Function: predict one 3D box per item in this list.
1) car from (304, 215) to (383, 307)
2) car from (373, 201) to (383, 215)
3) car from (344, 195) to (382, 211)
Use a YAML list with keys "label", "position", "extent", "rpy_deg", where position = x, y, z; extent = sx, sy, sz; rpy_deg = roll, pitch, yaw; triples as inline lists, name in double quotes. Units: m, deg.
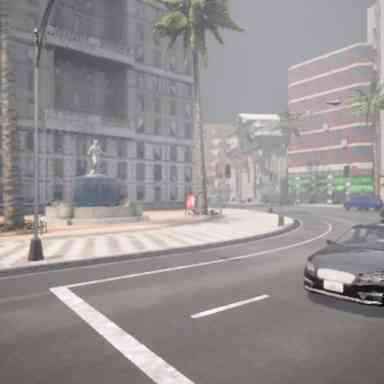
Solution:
- label: "car"
  position: [4.551, 1.535, 7.940]
  extent: [4.902, 1.511, 2.128]
  rpy_deg: [0, -1, -41]
- label: "car"
  position: [14.958, 1.612, 23.798]
  extent: [2.128, 1.511, 4.902]
  rpy_deg: [0, 0, 15]
- label: "car"
  position: [22.602, 1.460, 43.996]
  extent: [2.150, 2.045, 5.566]
  rpy_deg: [0, 0, -12]
